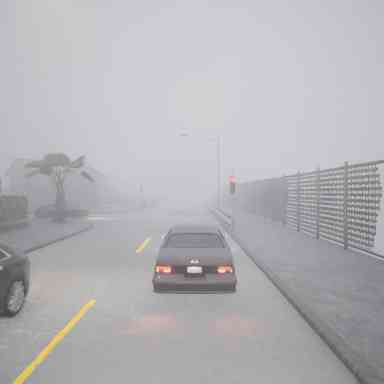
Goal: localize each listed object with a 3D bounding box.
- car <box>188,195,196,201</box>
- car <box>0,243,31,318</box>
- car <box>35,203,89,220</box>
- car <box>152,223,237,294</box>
[{"bbox_3d":[0.059,1.552,86.582,1.994,1.385,4.181,0,0,0],"label":"car"},{"bbox_3d":[-4.080,1.505,4.627,1.837,1.490,4.892,0,0,0],"label":"car"},{"bbox_3d":[-10.898,1.564,28.005,4.181,1.385,1.994,0,0,-4],"label":"car"},{"bbox_3d":[0.069,1.547,8.932,2.033,1.411,5.357,0,0,1],"label":"car"}]
